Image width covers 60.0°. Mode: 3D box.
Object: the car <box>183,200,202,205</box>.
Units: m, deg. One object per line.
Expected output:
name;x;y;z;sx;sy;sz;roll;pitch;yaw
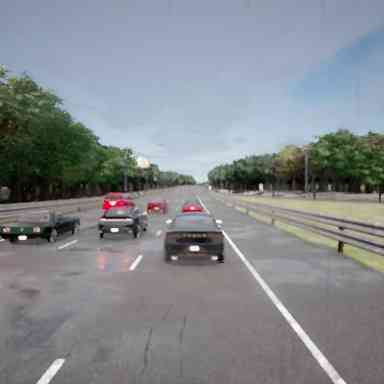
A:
car;0.033;1.471;33.298;1.994;1.385;4.181;0;1;0

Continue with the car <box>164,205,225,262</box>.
car;0.073;1.467;12.052;1.882;1.535;5.008;0;0;0

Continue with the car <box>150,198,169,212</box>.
car;-3.469;1.375;34.336;1.882;1.535;5.008;0;1;0

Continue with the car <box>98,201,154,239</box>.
car;-3.435;1.469;17.205;2.128;1.511;4.902;0;0;0

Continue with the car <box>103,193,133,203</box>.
car;-6.964;1.139;31.873;2.150;2.045;5.566;0;0;0

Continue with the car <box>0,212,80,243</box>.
car;-6.932;1.581;15.856;1.895;1.301;4.718;0;0;0
